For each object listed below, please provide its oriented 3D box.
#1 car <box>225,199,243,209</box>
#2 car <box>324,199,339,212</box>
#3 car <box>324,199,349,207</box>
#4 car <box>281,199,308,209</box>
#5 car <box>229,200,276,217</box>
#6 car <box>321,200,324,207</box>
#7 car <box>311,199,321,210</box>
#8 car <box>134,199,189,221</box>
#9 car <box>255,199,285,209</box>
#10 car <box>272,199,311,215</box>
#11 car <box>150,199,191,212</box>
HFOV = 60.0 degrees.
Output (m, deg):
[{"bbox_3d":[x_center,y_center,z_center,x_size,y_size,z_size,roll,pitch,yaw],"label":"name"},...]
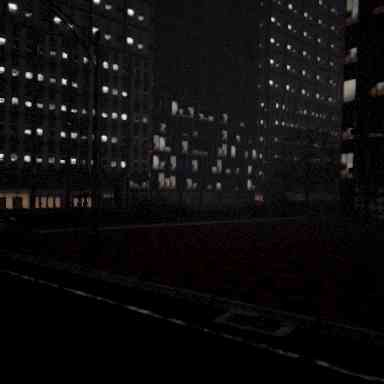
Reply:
[{"bbox_3d":[6.702,1.690,45.805,4.829,1.417,1.752,1,1,-34],"label":"car"},{"bbox_3d":[20.645,2.082,45.804,4.313,1.339,1.947,1,1,-34],"label":"car"},{"bbox_3d":[25.553,1.952,58.710,4.313,1.339,1.947,1,1,-34],"label":"car"},{"bbox_3d":[16.197,1.858,52.306,4.206,1.307,1.802,1,1,-34],"label":"car"},{"bbox_3d":[6.612,1.897,36.198,4.507,1.381,1.887,1,1,-34],"label":"car"},{"bbox_3d":[20.875,1.897,55.508,4.313,1.339,1.947,1,1,-34],"label":"car"},{"bbox_3d":[16.183,1.884,49.216,5.357,1.411,2.033,1,1,-34],"label":"car"},{"bbox_3d":[-2.737,1.558,29.789,5.009,1.841,2.192,1,1,-34],"label":"car"},{"bbox_3d":[11.520,1.787,49.104,4.313,1.339,1.947,1,1,-34],"label":"car"},{"bbox_3d":[11.296,1.722,39.395,5.009,1.841,2.192,1,1,-34],"label":"car"},{"bbox_3d":[-2.513,1.608,39.497,4.403,1.369,2.008,1,1,-34],"label":"car"}]
